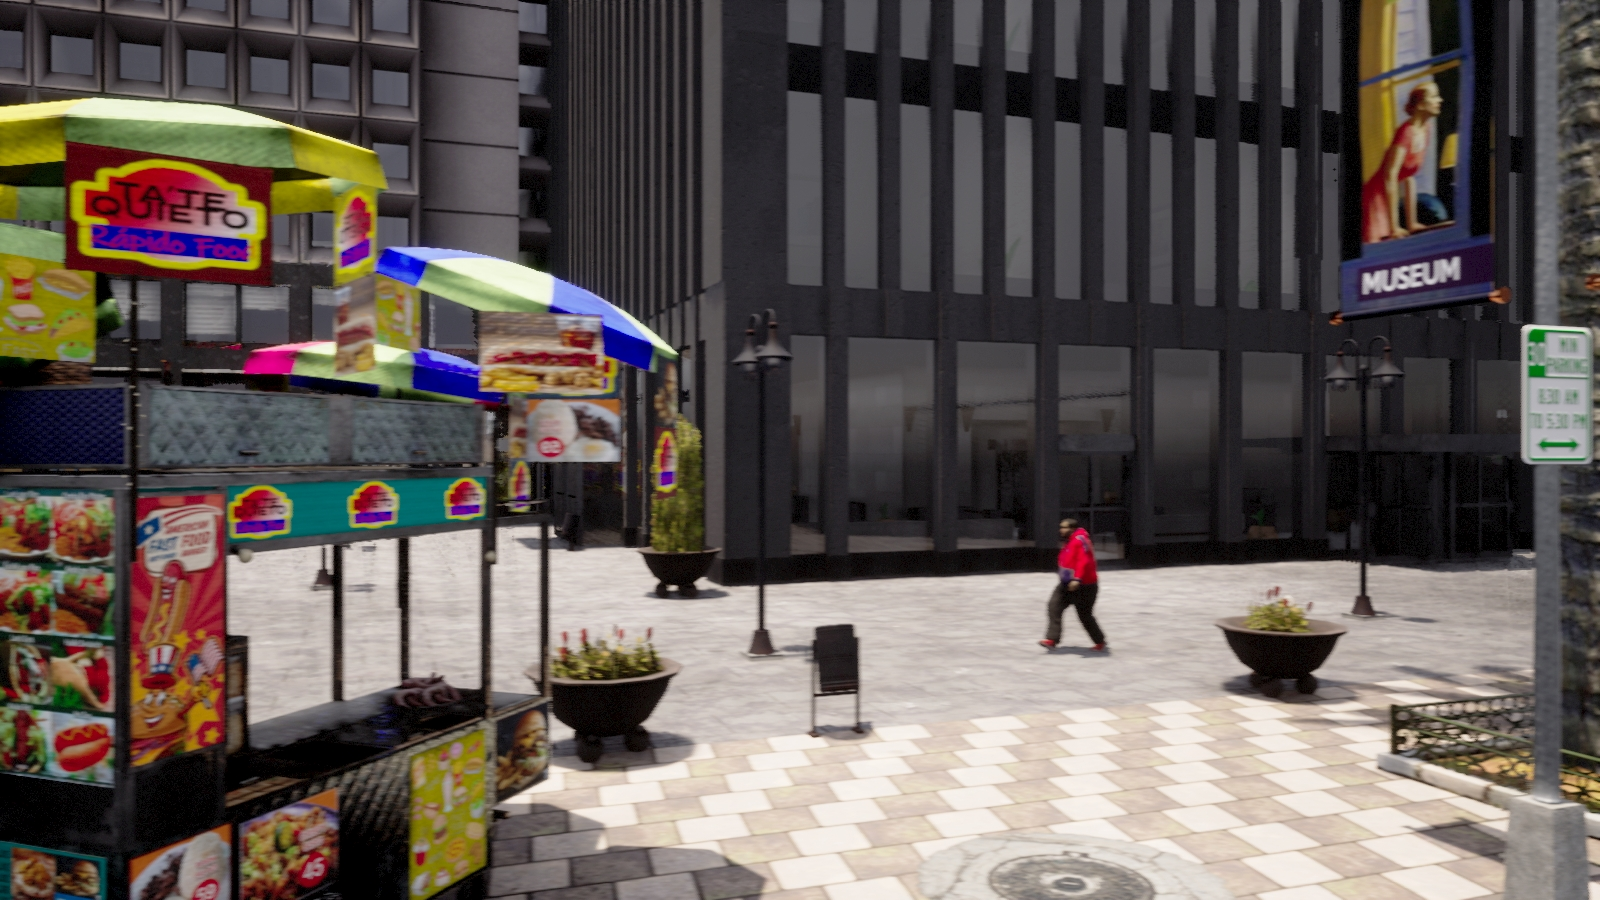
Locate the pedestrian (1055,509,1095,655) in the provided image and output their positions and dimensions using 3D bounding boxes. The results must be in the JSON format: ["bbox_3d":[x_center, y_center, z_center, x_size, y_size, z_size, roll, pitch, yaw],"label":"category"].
[{"bbox_3d":[3.592,1.706,14.928,0.375,1.860,0.375,0,0,-14],"label":"pedestrian"}]
